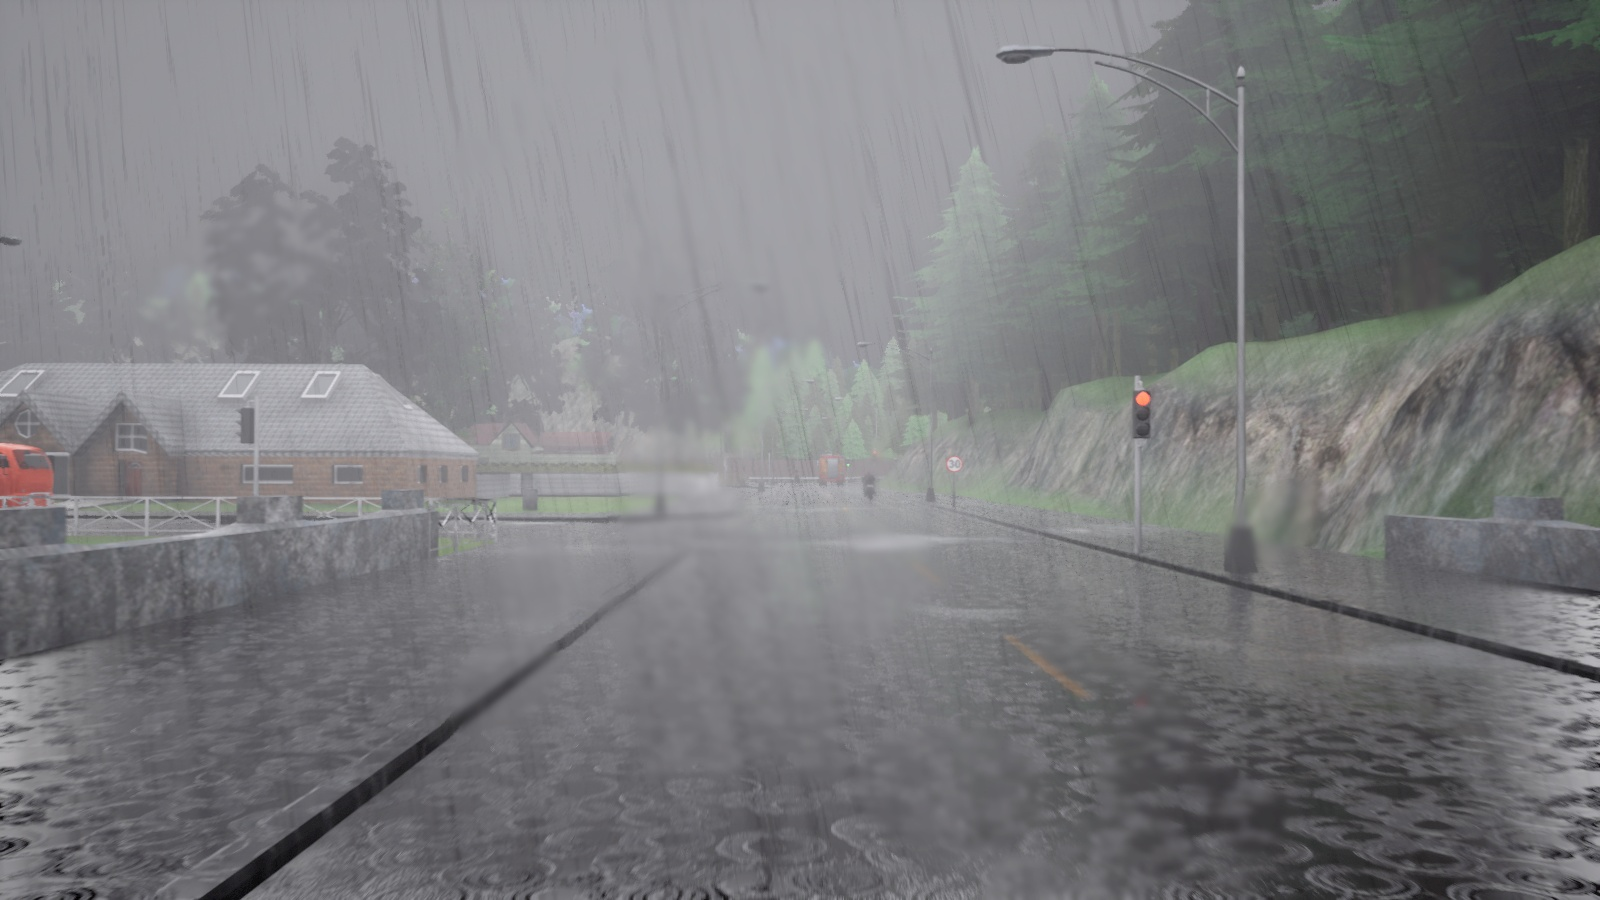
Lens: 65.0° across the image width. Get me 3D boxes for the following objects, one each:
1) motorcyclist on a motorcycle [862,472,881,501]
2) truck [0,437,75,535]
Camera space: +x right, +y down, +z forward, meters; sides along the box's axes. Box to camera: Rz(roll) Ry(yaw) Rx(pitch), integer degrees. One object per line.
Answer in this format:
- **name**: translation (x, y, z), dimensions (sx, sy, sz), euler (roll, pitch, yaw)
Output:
- **motorcyclist on a motorcycle**: translation (3.844, 1.971, 67.879), dimensions (0.866, 1.530, 2.191), euler (0, -1, 0)
- **truck**: translation (-22.421, 0.984, 32.982), dimensions (5.204, 2.467, 2.627), euler (-1, -1, 0)
